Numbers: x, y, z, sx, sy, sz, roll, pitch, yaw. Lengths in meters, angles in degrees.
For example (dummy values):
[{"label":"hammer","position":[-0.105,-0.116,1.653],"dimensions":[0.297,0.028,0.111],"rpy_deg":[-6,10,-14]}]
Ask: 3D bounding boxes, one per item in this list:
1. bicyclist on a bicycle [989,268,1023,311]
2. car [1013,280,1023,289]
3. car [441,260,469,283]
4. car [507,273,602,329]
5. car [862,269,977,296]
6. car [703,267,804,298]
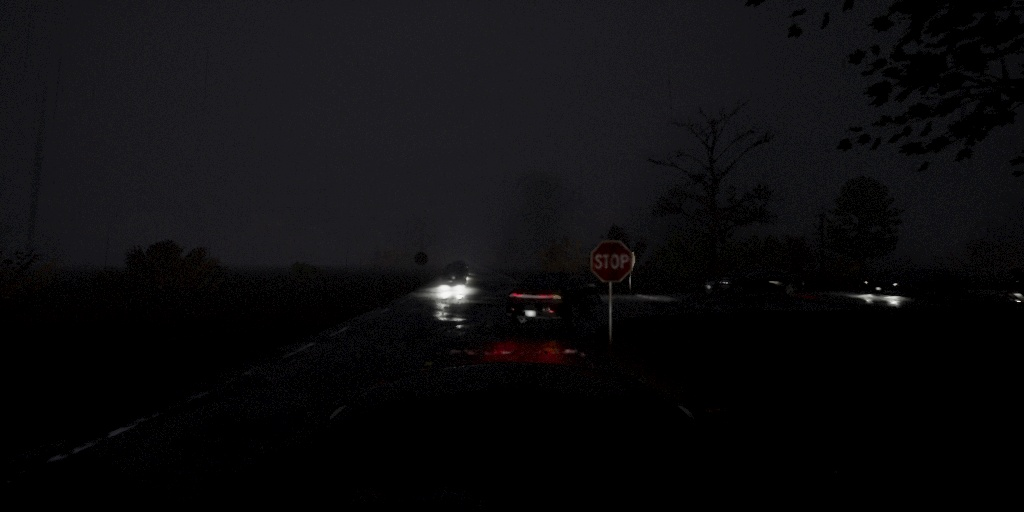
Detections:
[{"label":"bicyclist on a bicycle","position":[18.564,1.271,13.063],"dimensions":[0.582,1.620,1.656],"rpy_deg":[0,-1,-7]},{"label":"car","position":[33.084,1.431,21.274],"dimensions":[5.357,1.411,2.033],"rpy_deg":[0,0,-7]},{"label":"car","position":[-4.589,1.353,28.950],"dimensions":[2.128,1.511,4.902],"rpy_deg":[0,0,-6]},{"label":"car","position":[1.500,1.282,11.525],"dimensions":[2.128,1.511,4.902],"rpy_deg":[0,0,25]},{"label":"car","position":[22.671,1.412,19.976],"dimensions":[5.357,1.411,2.033],"rpy_deg":[0,0,-8]},{"label":"car","position":[12.527,1.337,18.703],"dimensions":[4.902,1.511,2.128],"rpy_deg":[0,0,-7]}]
